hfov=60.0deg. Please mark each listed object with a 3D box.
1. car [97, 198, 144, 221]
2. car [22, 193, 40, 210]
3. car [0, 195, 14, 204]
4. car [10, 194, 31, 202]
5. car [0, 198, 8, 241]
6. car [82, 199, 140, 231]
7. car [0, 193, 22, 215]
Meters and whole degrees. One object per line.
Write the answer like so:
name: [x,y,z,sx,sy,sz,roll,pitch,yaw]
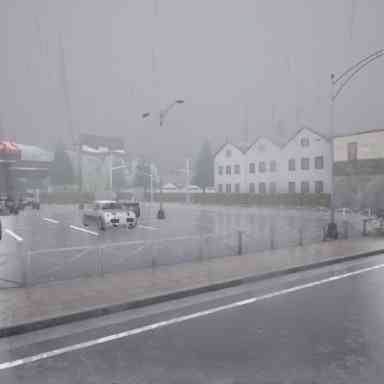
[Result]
car: [-5.708,1.313,26.250,2.007,1.523,4.514,0,0,-36]
car: [-19.063,1.092,38.687,1.905,1.878,3.866,0,0,-36]
car: [-38.355,1.495,66.689,4.611,1.667,2.242,0,0,-36]
car: [-38.110,1.328,73.817,3.866,1.878,1.905,0,0,-36]
car: [-9.636,1.169,14.395,2.152,1.636,5.027,0,0,-36]
car: [-4.598,1.248,18.384,1.970,1.475,3.806,0,0,-36]
car: [-17.171,1.113,30.372,1.932,1.855,4.605,0,0,-36]
